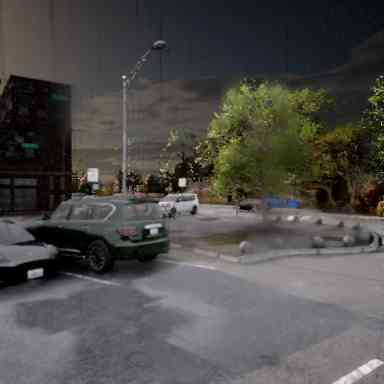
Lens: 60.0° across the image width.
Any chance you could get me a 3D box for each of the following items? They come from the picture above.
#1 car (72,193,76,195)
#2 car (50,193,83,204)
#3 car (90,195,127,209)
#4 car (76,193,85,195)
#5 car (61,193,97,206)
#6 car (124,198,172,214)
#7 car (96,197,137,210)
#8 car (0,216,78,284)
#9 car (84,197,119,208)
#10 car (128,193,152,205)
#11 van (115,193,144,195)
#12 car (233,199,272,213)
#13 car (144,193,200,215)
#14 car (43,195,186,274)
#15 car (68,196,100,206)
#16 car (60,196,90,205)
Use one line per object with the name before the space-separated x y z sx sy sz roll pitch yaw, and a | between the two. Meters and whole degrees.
car | -16.548 1.350 53.763 2.185 1.767 4.553 0 1 36
car | -24.943 1.250 66.231 2.435 2.045 5.566 -1 0 36
car | -11.571 1.346 46.242 2.185 1.767 4.553 -1 0 36
car | -14.874 1.348 51.271 2.185 1.767 4.553 0 1 36
car | -19.908 1.232 58.751 2.435 2.045 5.566 -1 0 36
car | -4.713 1.463 36.456 1.946 1.575 5.366 -1 0 36
car | -9.858 1.470 43.775 2.097 1.535 5.008 0 1 36
car | -5.604 1.515 9.064 4.792 1.488 2.163 -1 -1 34
car | -13.222 1.512 48.756 2.002 1.452 4.674 -1 0 36
car | -9.517 1.206 60.153 2.150 2.045 5.566 0 0 -34
van | -8.254 1.245 41.183 1.878 1.987 4.442 0 1 36
car | 6.561 1.466 36.365 2.128 1.511 4.902 0 0 -33
car | -1.460 1.216 31.301 2.435 2.045 5.566 0 1 36
car | -3.253 1.231 10.791 5.566 2.045 2.435 -1 0 35
car | -18.233 1.509 56.262 2.163 1.488 4.792 -1 0 36
car | -21.575 1.518 61.246 2.163 1.488 4.792 -1 0 36
